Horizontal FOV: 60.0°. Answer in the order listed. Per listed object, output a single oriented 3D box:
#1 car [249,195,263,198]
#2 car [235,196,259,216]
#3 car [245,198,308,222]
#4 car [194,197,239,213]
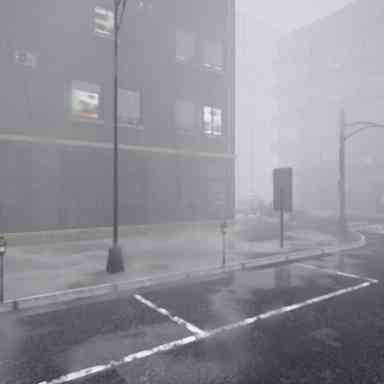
[{"bbox_3d":[6.577,1.101,38.165,1.967,1.590,4.097,1,0,-36],"label":"car"},{"bbox_3d":[3.159,1.252,28.621,1.752,1.417,4.829,1,0,-36],"label":"car"},{"bbox_3d":[6.336,1.353,24.258,2.008,1.369,4.403,1,0,-36],"label":"car"},{"bbox_3d":[2.415,1.265,34.024,1.895,1.301,4.718,0,1,-36],"label":"car"}]
